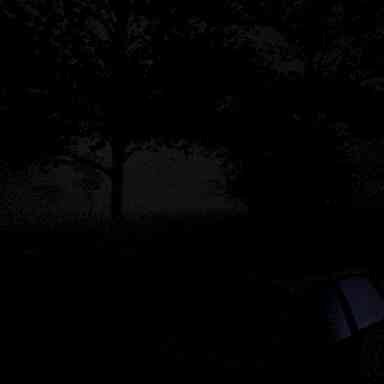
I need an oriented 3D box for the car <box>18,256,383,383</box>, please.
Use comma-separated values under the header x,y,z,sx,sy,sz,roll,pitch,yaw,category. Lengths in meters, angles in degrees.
x,y,z,sx,sy,sz,roll,pitch,yaw,category
0.996,1.545,3.786,5.357,1.411,2.033,0,0,-36,car
